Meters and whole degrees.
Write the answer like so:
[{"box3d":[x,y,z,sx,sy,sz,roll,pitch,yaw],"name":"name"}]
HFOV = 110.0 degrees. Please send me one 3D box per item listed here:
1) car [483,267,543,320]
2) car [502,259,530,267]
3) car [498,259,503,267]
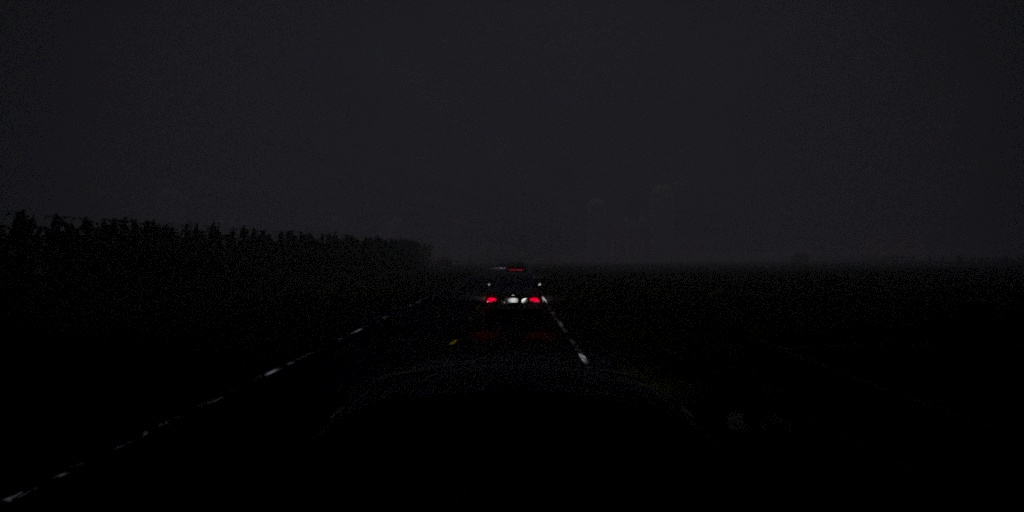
[{"box3d":[0.077,1.279,12.494,2.033,1.411,5.357,0,0,1],"name":"car"},{"box3d":[0.408,1.206,29.654,1.837,1.490,4.892,0,0,2],"name":"car"},{"box3d":[-1.185,1.191,59.957,2.033,1.411,5.357,0,0,4],"name":"car"}]
